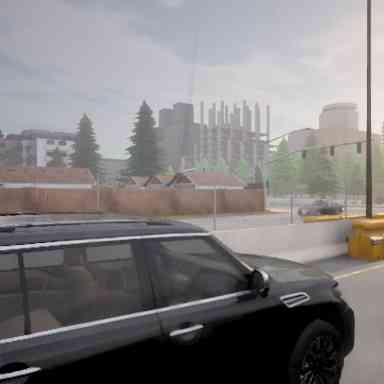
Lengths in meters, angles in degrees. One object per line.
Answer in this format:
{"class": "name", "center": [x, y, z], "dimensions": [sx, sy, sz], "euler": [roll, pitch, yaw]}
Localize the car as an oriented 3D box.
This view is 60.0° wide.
{"class": "car", "center": [-0.732, 1.222, 3.222], "dimensions": [5.566, 2.045, 2.150], "euler": [0, 0, -36]}
